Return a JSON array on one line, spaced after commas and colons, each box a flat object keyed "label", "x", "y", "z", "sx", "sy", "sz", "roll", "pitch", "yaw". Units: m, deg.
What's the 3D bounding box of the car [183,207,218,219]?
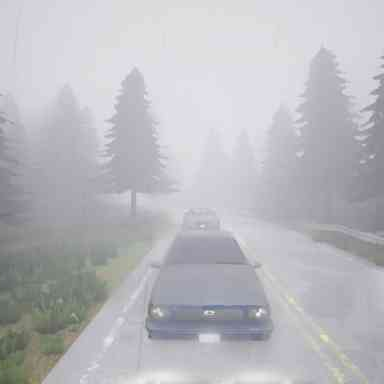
[{"label": "car", "x": 0.480, "y": 1.584, "z": 19.172, "sx": 1.994, "sy": 1.385, "sz": 4.181, "roll": 0, "pitch": 0, "yaw": -2}]

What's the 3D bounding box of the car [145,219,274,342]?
[{"label": "car", "x": 0.285, "y": 1.558, "z": 7.088, "sx": 2.033, "sy": 1.411, "sz": 5.357, "roll": 0, "pitch": 0, "yaw": 1}]
